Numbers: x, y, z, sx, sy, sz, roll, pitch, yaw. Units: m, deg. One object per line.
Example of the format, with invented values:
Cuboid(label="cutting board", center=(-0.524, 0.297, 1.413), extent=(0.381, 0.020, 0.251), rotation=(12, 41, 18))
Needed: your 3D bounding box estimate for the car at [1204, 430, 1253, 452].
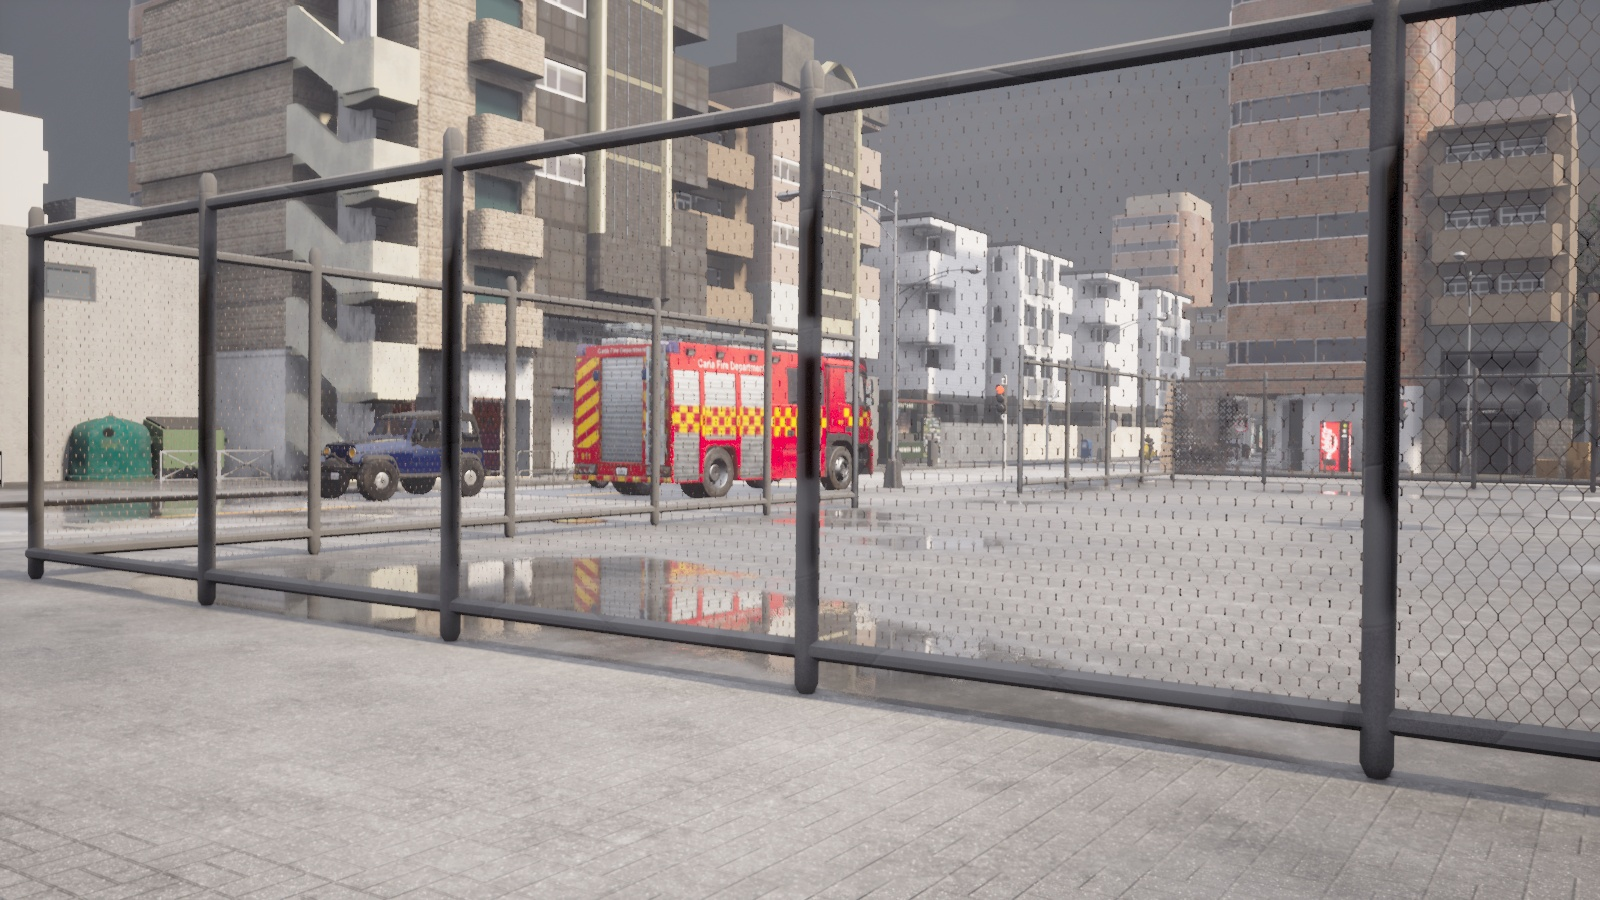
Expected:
Cuboid(label="car", center=(27.934, -0.583, 81.738), extent=(1.994, 1.385, 4.181), rotation=(0, 1, 34))

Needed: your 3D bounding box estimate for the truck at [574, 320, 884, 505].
Cuboid(label="truck", center=(-1.390, -0.844, 30.368), extent=(2.891, 3.827, 8.468), rotation=(0, 1, 34))

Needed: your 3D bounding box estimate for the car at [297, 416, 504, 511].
Cuboid(label="car", center=(-8.474, 0.226, 26.911), extent=(1.905, 1.878, 3.866), rotation=(0, 1, 34))

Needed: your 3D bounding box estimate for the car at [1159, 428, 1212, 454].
Cuboid(label="car", center=(22.694, -0.527, 73.863), extent=(1.970, 1.475, 3.806), rotation=(0, 1, 33))
